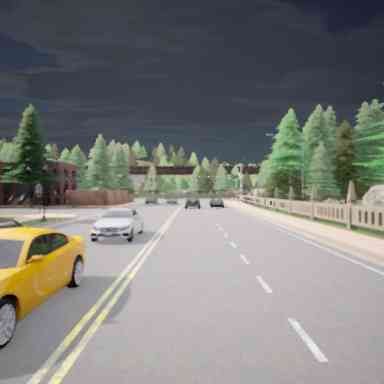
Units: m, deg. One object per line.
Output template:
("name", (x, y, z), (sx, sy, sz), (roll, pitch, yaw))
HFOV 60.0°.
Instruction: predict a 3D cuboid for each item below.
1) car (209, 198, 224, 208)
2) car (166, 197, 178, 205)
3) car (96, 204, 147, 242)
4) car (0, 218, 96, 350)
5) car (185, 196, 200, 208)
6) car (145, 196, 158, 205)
("car", (3.615, 1.551, 49.109), (1.994, 1.385, 4.181), (0, 0, 0))
("car", (-3.525, 1.586, 57.886), (1.895, 1.301, 4.718), (0, 0, 1))
("car", (-3.556, 1.522, 16.562), (1.812, 1.442, 4.674), (0, 0, 1))
("car", (-3.593, 1.477, 6.395), (1.882, 1.535, 5.008), (0, 0, 0))
("car", (0.111, 1.340, 47.685), (2.097, 1.767, 4.553), (0, 0, 0))
("car", (-7.025, 1.489, 57.949), (1.837, 1.490, 4.892), (0, 0, 1))
